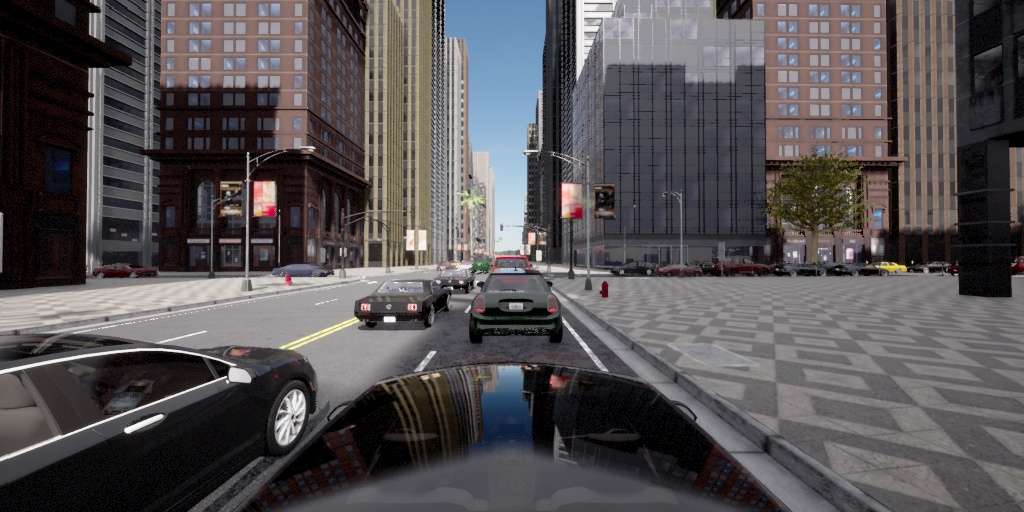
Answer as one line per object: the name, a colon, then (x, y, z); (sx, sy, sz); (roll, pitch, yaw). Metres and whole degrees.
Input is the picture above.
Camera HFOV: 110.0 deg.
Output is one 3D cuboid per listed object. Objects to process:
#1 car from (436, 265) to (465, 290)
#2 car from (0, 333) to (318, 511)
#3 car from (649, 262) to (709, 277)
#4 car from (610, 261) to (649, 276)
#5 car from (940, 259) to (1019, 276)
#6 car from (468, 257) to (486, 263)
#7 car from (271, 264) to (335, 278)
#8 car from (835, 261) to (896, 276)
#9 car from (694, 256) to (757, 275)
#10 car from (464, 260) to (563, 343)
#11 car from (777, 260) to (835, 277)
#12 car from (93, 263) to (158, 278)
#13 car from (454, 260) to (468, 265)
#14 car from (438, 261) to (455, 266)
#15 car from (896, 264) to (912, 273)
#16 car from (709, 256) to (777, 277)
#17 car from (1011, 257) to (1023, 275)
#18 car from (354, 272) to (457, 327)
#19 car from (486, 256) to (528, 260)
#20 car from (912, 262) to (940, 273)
car: (-3.191, 1.388, 20.675); (1.895, 1.301, 4.718); (0, 0, 0)
car: (-3.151, 1.255, 2.186); (1.837, 1.490, 4.892); (0, 0, 0)
car: (15.251, 1.327, 32.880); (4.207, 1.307, 1.802); (0, 0, -1)
car: (13.027, 1.326, 38.616); (4.892, 1.490, 1.837); (0, -1, -1)
car: (43.439, 1.214, 33.377); (4.507, 1.381, 1.888); (0, 0, -1)
car: (-3.437, 1.150, 45.451); (2.150, 2.045, 5.566); (1, 0, 11)
car: (-20.259, 1.464, 34.871); (5.357, 1.411, 2.033); (0, -1, -1)
car: (32.163, 1.260, 33.178); (4.313, 1.339, 1.948); (0, 0, -1)
car: (23.067, 1.010, 38.803); (5.566, 2.045, 2.150); (0, -1, -2)
car: (0.080, 1.109, 9.860); (2.097, 1.767, 4.553); (0, 0, 0)
car: (26.526, 1.276, 33.078); (4.313, 1.339, 1.948); (0, 0, -1)
car: (-37.417, 1.472, 34.812); (5.008, 1.535, 1.882); (0, -1, 0)
car: (-6.702, 1.570, 51.822); (1.895, 1.301, 4.718); (0, 0, 0)
car: (-9.947, 1.504, 53.076); (1.812, 1.442, 4.674); (0, 0, -3)
car: (43.125, 1.296, 41.897); (4.829, 1.417, 1.751); (0, 0, -1)
car: (20.889, 1.041, 32.979); (5.009, 1.841, 2.192); (0, 0, -1)
car: (49.077, 0.973, 33.476); (5.009, 1.841, 2.192); (0, 0, -1)
car: (-3.168, 1.361, 11.507); (1.895, 1.301, 4.718); (0, 0, 0)
car: (-0.038, 1.003, 19.380); (2.150, 2.045, 5.566); (0, 0, 0)
car: (48.934, 1.326, 42.000); (4.313, 1.339, 1.948); (0, 0, -1)
